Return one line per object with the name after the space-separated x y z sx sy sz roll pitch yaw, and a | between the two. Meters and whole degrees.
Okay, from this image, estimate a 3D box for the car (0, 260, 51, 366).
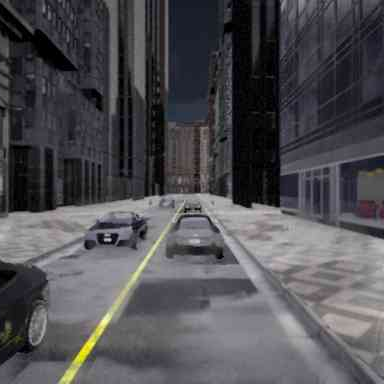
-3.093 1.523 3.452 1.812 1.442 4.674 0 0 0 | car

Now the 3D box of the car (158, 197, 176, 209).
-3.095 1.344 41.833 2.128 1.511 4.902 0 0 0 | car

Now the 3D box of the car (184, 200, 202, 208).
0.091 1.489 35.861 1.895 1.301 4.718 0 0 0 | car

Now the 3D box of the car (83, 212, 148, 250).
-3.051 1.541 14.094 1.994 1.385 4.181 0 0 1 | car

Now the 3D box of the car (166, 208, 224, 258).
0.095 1.545 12.671 1.994 1.385 4.181 0 0 0 | car
